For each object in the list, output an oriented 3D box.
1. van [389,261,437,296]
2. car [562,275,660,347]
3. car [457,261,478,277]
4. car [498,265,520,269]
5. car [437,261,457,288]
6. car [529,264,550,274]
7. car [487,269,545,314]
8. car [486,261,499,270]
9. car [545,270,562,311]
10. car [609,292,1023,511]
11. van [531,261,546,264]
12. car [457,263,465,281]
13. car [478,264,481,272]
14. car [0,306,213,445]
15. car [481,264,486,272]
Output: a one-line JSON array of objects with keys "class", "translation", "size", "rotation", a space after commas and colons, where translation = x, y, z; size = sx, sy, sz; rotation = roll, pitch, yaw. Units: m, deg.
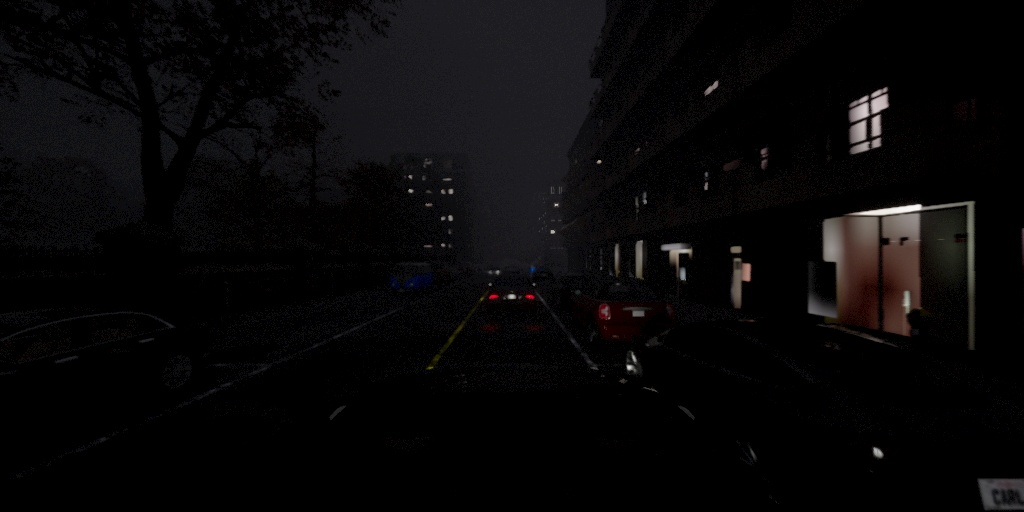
[{"class": "van", "translation": [-5.705, 1.282, 20.599], "size": [1.690, 1.789, 3.998], "rotation": [0, 0, 0]}, {"class": "car", "translation": [2.684, 1.269, 9.537], "size": [1.967, 1.591, 4.097], "rotation": [0, 0, 0]}, {"class": "car", "translation": [-5.723, 1.483, 42.740], "size": [2.192, 1.841, 5.009], "rotation": [0, 0, 0]}, {"class": "car", "translation": [0.004, 1.570, 30.750], "size": [1.812, 1.442, 4.674], "rotation": [0, 0, 0]}, {"class": "car", "translation": [-5.710, 1.312, 26.135], "size": [2.192, 1.841, 5.009], "rotation": [0, 0, 0]}, {"class": "car", "translation": [2.667, 1.620, 31.677], "size": [1.948, 1.339, 4.313], "rotation": [0, 0, 0]}, {"class": "car", "translation": [0.000, 1.426, 14.362], "size": [2.033, 1.411, 5.357], "rotation": [0, -1, 0]}, {"class": "car", "translation": [-3.057, 1.939, 64.141], "size": [2.033, 1.411, 5.357], "rotation": [0, -1, 0]}, {"class": "car", "translation": [2.680, 1.451, 15.073], "size": [1.948, 1.339, 4.313], "rotation": [0, 0, 0]}, {"class": "car", "translation": [2.689, 1.339, 4.003], "size": [1.948, 1.339, 4.313], "rotation": [0, 0, 0]}, {"class": "van", "translation": [2.662, 1.452, 37.212], "size": [1.690, 1.789, 3.998], "rotation": [0, 0, 0]}, {"class": "car", "translation": [-5.714, 1.605, 31.669], "size": [2.007, 1.370, 4.403], "rotation": [0, 0, 0]}, {"class": "car", "translation": [-5.727, 1.791, 48.275], "size": [1.948, 1.339, 4.313], "rotation": [0, 0, 0]}, {"class": "car", "translation": [-5.692, 1.323, 3.996], "size": [2.007, 1.370, 4.403], "rotation": [0, 0, 0]}, {"class": "car", "translation": [-5.735, 1.923, 59.344], "size": [1.802, 1.307, 4.207], "rotation": [0, 0, 0]}]
